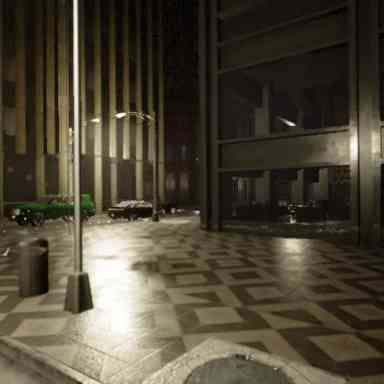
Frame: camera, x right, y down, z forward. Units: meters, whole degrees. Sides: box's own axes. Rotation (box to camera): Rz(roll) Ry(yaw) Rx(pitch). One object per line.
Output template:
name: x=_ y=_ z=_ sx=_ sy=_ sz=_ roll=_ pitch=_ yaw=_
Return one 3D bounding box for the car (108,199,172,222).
car: x=-4.090 y=1.413 z=25.103 sx=2.128 sy=1.511 sz=4.902 roll=-1 pitch=0 yaw=36

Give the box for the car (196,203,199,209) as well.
car: x=2.617 y=1.436 z=40.034 sx=2.033 sy=1.411 sz=5.357 roll=-1 pitch=0 yaw=35

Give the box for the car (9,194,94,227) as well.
car: x=-9.460 y=1.195 z=22.987 sx=2.150 sy=2.045 sz=5.566 roll=-1 pitch=0 yaw=37

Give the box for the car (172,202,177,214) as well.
car: x=-3.435 y=1.408 z=31.515 sx=1.882 sy=1.535 sz=5.008 roll=-1 pitch=0 yaw=35
